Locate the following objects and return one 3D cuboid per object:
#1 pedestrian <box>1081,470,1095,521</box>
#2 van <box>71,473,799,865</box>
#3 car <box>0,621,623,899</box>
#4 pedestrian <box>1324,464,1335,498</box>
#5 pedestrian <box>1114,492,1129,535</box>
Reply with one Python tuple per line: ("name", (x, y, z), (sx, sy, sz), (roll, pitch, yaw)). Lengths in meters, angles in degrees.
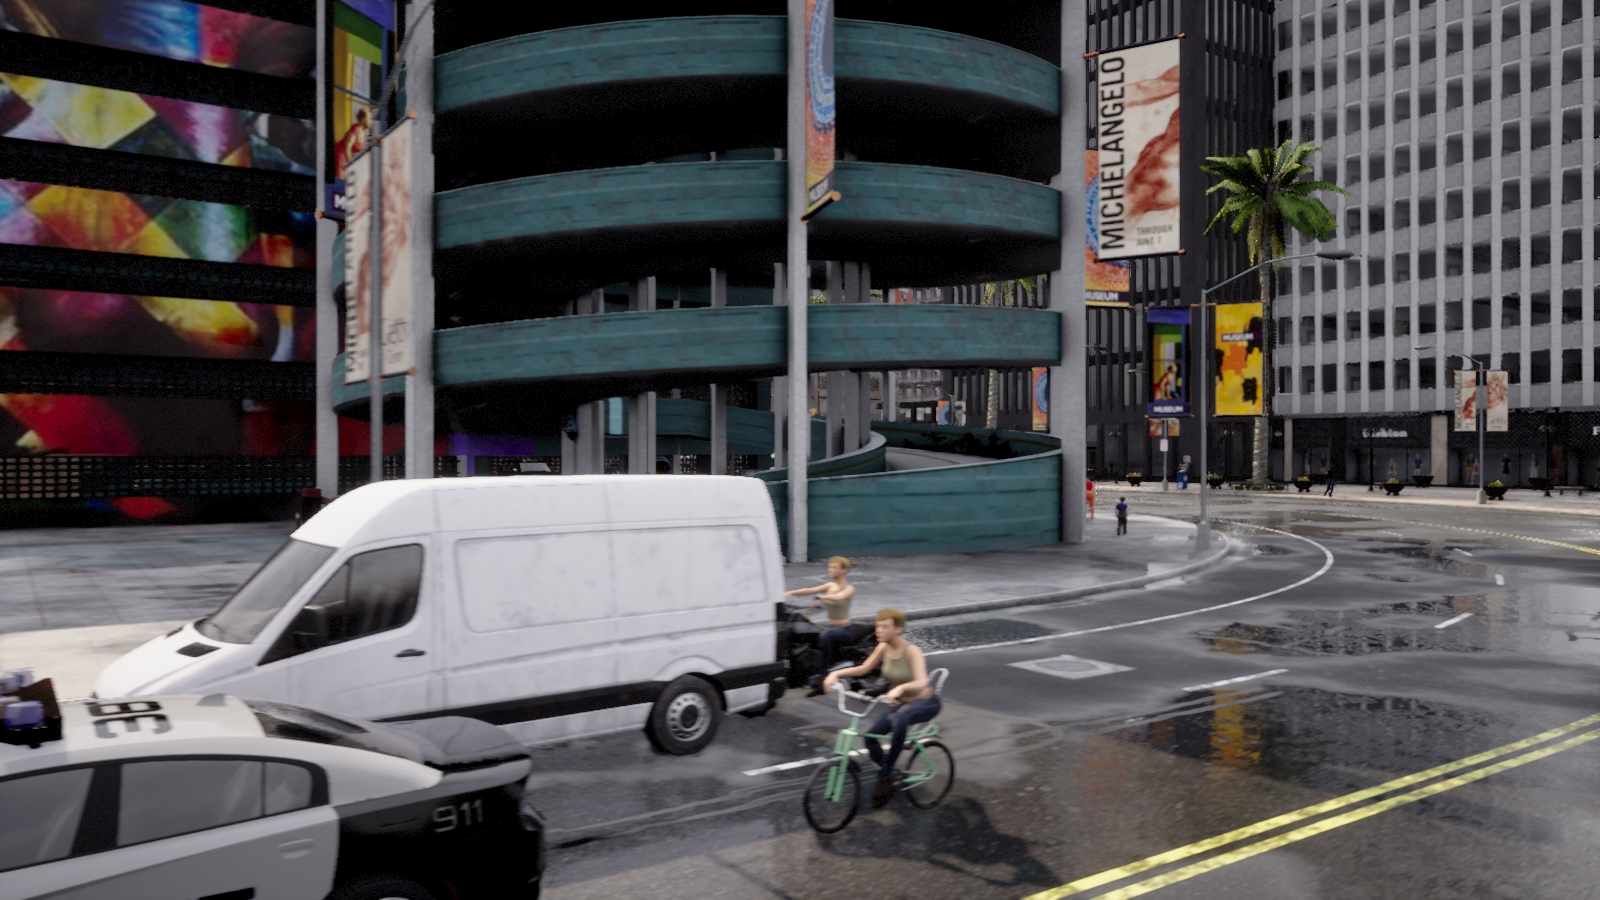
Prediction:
("pedestrian", (10.764, 1.694, 42.682), (0.375, 1.860, 0.375), (0, 0, -11))
("van", (-2.996, 1.534, 10.278), (5.915, 2.561, 1.988), (0, 0, -36))
("car", (-3.677, 1.982, 5.390), (5.238, 1.638, 2.097), (0, 0, -35))
("pedestrian", (29.164, 1.693, 62.939), (0.375, 1.860, 0.375), (0, 0, -19))
("pedestrian", (9.954, 1.974, 35.343), (0.375, 1.300, 0.375), (0, 0, 26))
